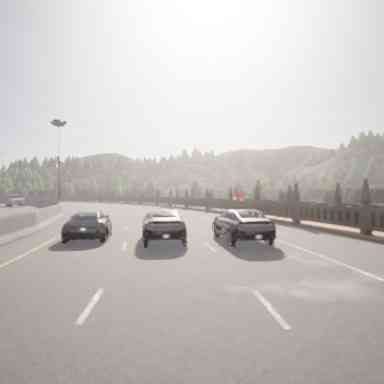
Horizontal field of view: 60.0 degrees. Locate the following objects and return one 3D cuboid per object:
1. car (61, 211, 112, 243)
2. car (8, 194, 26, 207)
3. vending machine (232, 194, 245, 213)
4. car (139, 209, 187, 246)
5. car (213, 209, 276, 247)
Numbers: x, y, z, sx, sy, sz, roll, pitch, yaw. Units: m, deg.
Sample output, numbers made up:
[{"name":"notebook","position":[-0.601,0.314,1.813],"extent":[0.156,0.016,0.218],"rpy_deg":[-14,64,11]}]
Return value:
[{"name":"car","position":[-5.092,1.605,16.461],"extent":[1.994,1.385,4.181],"rpy_deg":[0,0,-10]},{"name":"car","position":[-28.549,1.396,54.159],"extent":[2.150,2.045,5.566],"rpy_deg":[0,0,-35]},{"name":"vending machine","position":[5.131,1.228,36.529],"extent":[1.100,2.100,0.880],"rpy_deg":[0,0,-19]},{"name":"car","position":[-1.366,1.518,15.410],"extent":[2.128,1.511,4.902],"rpy_deg":[0,0,-8]},{"name":"car","position":[2.208,1.505,15.124],"extent":[2.128,1.511,4.902],"rpy_deg":[0,0,-8]}]
